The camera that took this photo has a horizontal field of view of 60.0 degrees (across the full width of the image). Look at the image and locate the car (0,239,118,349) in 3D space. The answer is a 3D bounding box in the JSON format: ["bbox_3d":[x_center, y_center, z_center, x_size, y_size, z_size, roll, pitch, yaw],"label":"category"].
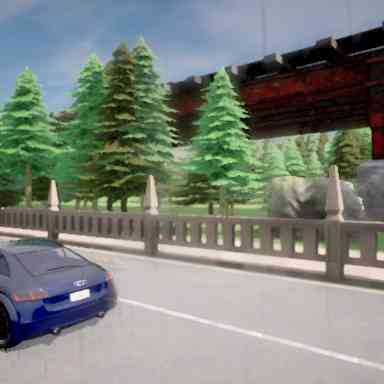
[{"bbox_3d":[-3.395,1.622,6.414,4.181,1.385,1.994,-1,0,36],"label":"car"}]
